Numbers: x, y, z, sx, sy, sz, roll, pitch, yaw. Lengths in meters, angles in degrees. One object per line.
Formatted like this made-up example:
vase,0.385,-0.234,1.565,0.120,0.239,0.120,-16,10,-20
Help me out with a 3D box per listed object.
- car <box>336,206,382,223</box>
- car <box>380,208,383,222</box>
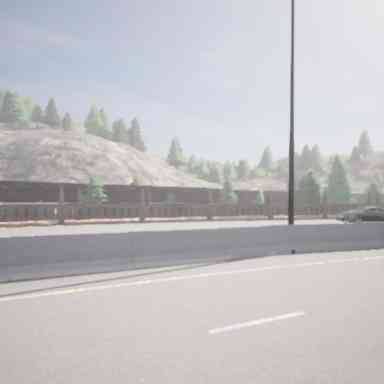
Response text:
car,14.359,1.904,27.547,4.902,1.511,2.128,0,-1,-15
car,16.812,1.983,24.630,4.718,1.301,1.895,0,-1,-14
